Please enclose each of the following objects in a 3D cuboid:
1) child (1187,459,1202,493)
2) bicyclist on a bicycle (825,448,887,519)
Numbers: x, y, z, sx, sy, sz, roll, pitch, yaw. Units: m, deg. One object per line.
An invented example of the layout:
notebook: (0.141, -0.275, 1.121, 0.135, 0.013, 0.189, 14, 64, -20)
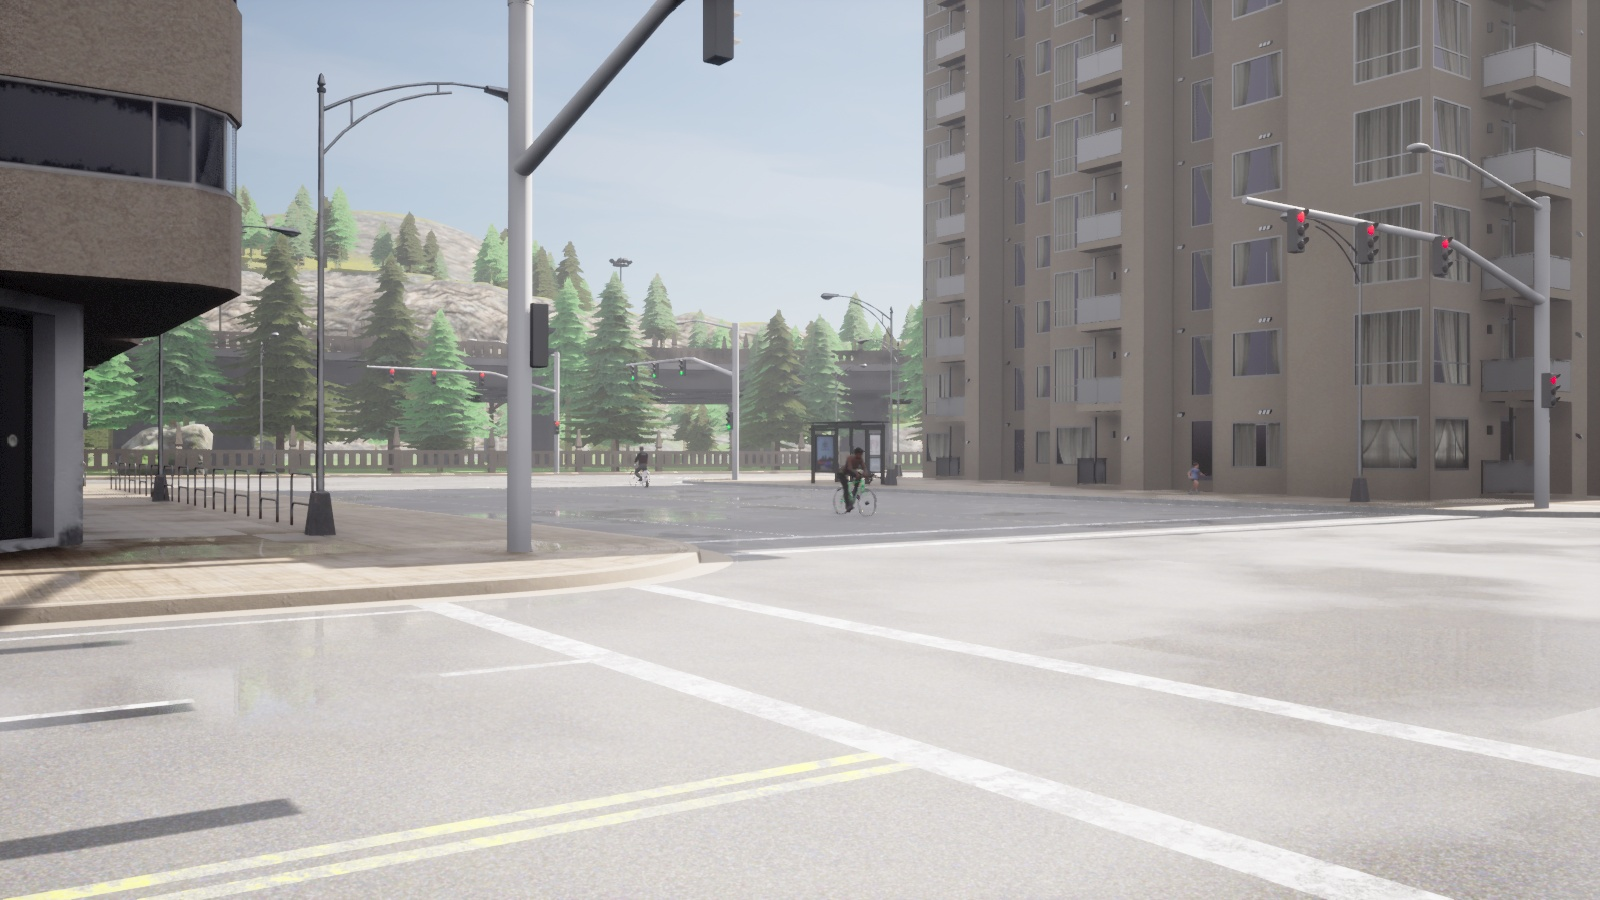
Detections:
child: (12.923, 0.857, 41.135, 0.255, 1.110, 0.394, 0, 0, -36)
bicyclist on a bicycle: (1.313, 0.768, 29.724, 0.582, 1.620, 1.656, 0, 0, -35)
